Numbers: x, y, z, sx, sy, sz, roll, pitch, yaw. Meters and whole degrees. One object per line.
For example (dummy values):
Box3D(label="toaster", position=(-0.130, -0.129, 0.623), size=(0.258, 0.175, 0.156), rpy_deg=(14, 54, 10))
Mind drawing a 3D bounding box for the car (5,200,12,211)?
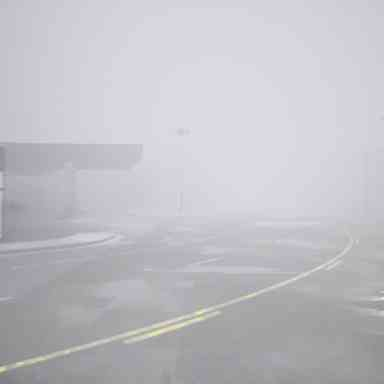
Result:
Box3D(label="car", position=(-30.186, 2.199, 50.478), size=(3.806, 1.475, 1.970), rpy_deg=(0, -1, 4))

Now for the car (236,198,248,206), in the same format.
Box3D(label="car", position=(14.063, 2.738, 91.767), size=(2.150, 2.045, 5.566), rpy_deg=(0, -1, 4))

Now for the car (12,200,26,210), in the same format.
Box3D(label="car", position=(-30.614, 2.130, 56.259), size=(4.611, 1.667, 2.242), rpy_deg=(0, -1, 4))
